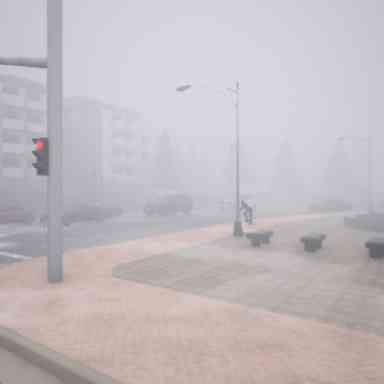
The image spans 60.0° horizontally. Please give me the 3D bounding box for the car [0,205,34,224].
[{"bbox_3d":[-13.175,1.618,22.924,1.994,1.385,4.181,0,0,34],"label":"car"}]

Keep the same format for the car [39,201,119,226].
[{"bbox_3d":[-8.218,1.595,24.210,2.033,1.411,5.357,0,0,33],"label":"car"}]

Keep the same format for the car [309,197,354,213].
[{"bbox_3d":[15.885,1.568,37.873,5.357,1.411,2.033,0,0,-26],"label":"car"}]

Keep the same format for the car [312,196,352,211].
[{"bbox_3d":[17.787,1.375,42.322,4.553,1.767,2.097,0,0,-22],"label":"car"}]

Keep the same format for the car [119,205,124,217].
[{"bbox_3d":[-8.262,1.581,30.175,1.812,1.442,4.674,0,0,36],"label":"car"}]

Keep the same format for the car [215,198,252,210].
[{"bbox_3d":[5.513,1.553,43.924,4.892,1.490,1.837,0,0,-33],"label":"car"}]

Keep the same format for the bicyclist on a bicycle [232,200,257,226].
[{"bbox_3d":[3.300,1.322,21.026,1.656,1.620,0.582,0,0,33],"label":"bicyclist on a bicycle"}]

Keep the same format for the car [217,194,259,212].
[{"bbox_3d":[5.560,1.264,39.715,5.566,2.045,2.150,0,0,-36],"label":"car"}]

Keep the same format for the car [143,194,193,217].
[{"bbox_3d":[-2.214,1.268,32.434,2.150,2.045,5.566,0,0,40],"label":"car"}]

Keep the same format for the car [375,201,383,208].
[{"bbox_3d":[27.468,1.610,44.869,4.718,1.301,1.895,0,0,-7],"label":"car"}]
